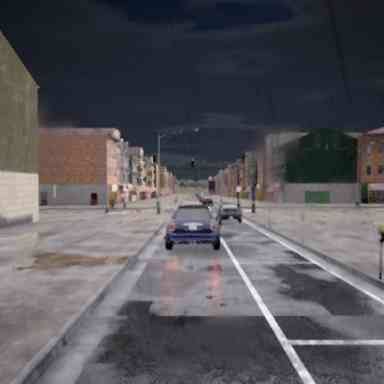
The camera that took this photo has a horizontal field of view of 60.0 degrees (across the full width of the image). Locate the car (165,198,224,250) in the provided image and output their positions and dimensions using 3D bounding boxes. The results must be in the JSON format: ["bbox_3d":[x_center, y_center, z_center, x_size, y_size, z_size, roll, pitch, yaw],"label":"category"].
[{"bbox_3d":[0.046,1.312,14.302,2.097,1.767,4.553,0,0,0],"label":"car"}]

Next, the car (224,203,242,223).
[{"bbox_3d":[2.620,1.484,24.475,2.008,1.369,4.403,-1,0,0],"label":"car"}]

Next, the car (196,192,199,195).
[{"bbox_3d":[2.613,1.247,84.583,1.967,1.590,4.097,-1,0,0],"label":"car"}]

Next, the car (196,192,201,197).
[{"bbox_3d":[2.615,1.363,79.050,1.887,1.381,4.507,-1,0,0],"label":"car"}]

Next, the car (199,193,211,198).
[{"bbox_3d":[2.617,1.407,56.920,1.887,1.381,4.507,-1,0,0],"label":"car"}]

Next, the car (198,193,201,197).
[{"bbox_3d":[2.617,1.422,67.986,1.802,1.307,4.206,-1,0,0],"label":"car"}]

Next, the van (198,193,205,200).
[{"bbox_3d":[2.610,1.137,90.115,1.690,1.788,3.998,-1,0,0],"label":"van"}]
